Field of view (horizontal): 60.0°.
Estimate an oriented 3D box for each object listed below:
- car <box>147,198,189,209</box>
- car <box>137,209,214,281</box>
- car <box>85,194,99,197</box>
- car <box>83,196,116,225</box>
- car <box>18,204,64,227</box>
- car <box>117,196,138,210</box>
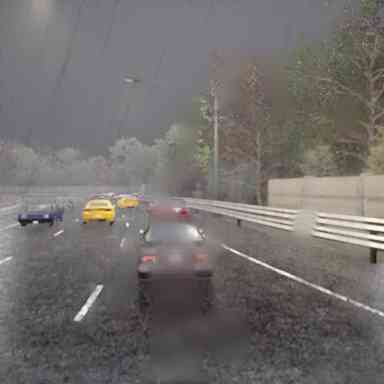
[{"bbox_3d":[-1.693,1.181,22.487,2.097,1.767,4.553,0,0,-20],"label":"car"},{"bbox_3d":[-0.571,1.474,9.653,2.033,1.411,5.357,0,0,-5],"label":"car"},{"bbox_3d":[-17.606,1.073,58.791,1.837,1.490,4.892,0,0,-32],"label":"car"},{"bbox_3d":[-6.350,1.308,22.952,1.882,1.535,5.008,0,0,-13],"label":"car"},{"bbox_3d":[-9.572,1.445,21.512,1.895,1.301,4.718,0,0,-12],"label":"car"},{"bbox_3d":[-7.607,1.187,38.981,1.882,1.535,5.008,0,0,-20],"label":"car"}]
